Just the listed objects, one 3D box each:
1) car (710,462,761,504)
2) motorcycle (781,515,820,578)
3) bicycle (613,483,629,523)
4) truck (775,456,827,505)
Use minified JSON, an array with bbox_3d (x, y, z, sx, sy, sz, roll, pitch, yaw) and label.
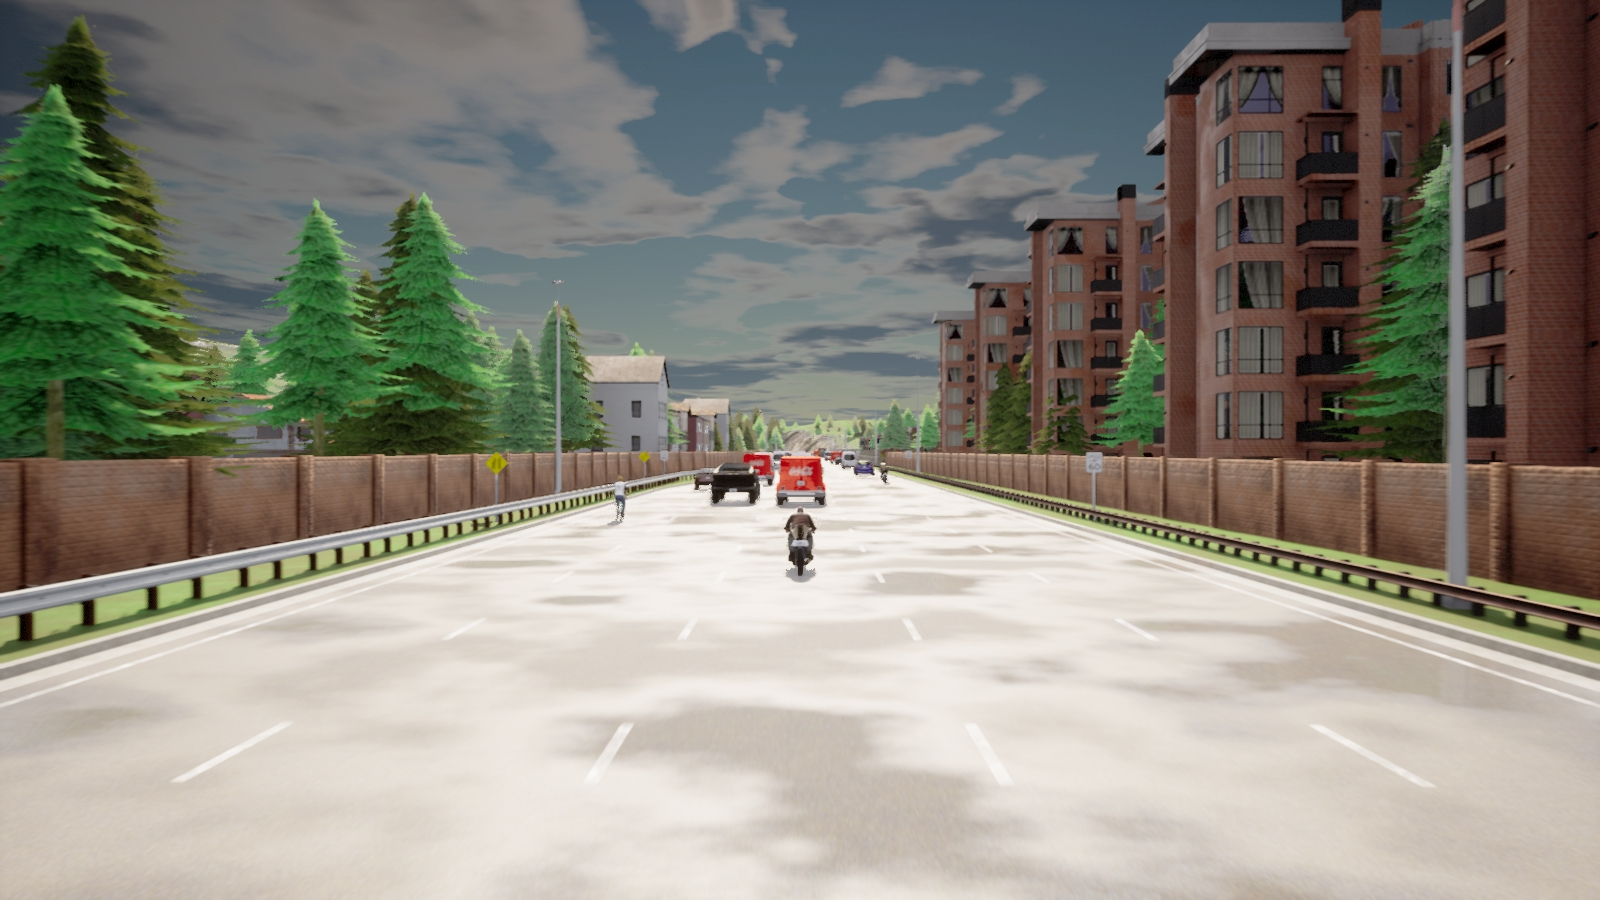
[{"bbox_3d":[-3.437,1.753,61.945,2.390,2.098,6.274,0,0,0],"label":"car"},{"bbox_3d":[0.011,2.205,26.466,0.867,1.251,2.209,0,0,0],"label":"motorcycle"},{"bbox_3d":[-6.963,2.056,44.411,0.373,1.496,1.643,0,0,0],"label":"bicycle"},{"bbox_3d":[0.061,1.568,60.331,2.627,2.467,5.204,0,0,0],"label":"truck"}]
